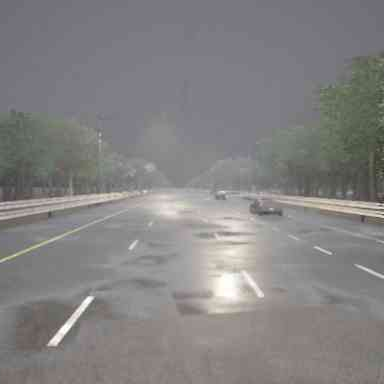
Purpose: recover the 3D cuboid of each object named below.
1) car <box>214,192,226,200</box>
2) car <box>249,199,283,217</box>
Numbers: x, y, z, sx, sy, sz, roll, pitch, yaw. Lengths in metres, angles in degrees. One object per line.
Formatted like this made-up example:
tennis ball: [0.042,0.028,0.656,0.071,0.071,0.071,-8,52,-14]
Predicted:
car: [4.971,0.744,59.651,1.812,1.442,4.674,1,1,0]
car: [6.011,1.246,27.409,1.994,1.385,4.181,1,1,-2]
